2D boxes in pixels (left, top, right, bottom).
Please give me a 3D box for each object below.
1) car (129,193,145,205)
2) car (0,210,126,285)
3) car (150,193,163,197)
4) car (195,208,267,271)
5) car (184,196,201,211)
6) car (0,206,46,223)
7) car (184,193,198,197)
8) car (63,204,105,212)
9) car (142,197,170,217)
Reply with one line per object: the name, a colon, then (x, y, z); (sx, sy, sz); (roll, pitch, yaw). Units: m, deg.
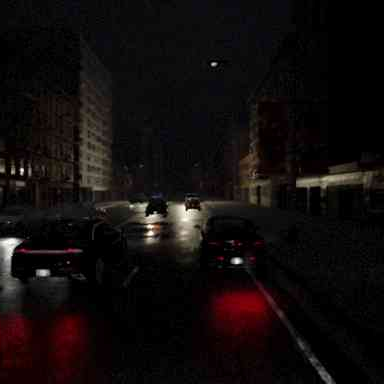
car: (-9.766, 1.228, 59.919); (2.150, 2.045, 5.566); (0, 0, 1)
car: (-3.144, 1.489, 9.447); (2.128, 1.511, 4.902); (0, 0, 0)
car: (-6.505, 1.230, 61.299); (2.150, 2.045, 5.566); (0, 0, 1)
car: (1.143, 1.503, 10.861); (1.837, 1.490, 4.892); (0, 0, 0)
car: (0.104, 1.546, 39.725); (2.033, 1.411, 5.357); (0, 0, -1)
car: (-9.832, 1.522, 18.712); (1.812, 1.442, 4.674); (0, 0, 0)
car: (0.021, 1.224, 50.400); (2.150, 2.045, 5.566); (0, 0, 0)
car: (-6.590, 1.488, 20.319); (2.128, 1.511, 4.902); (0, 0, 0)
car: (-3.135, 1.502, 30.813); (1.837, 1.490, 4.892); (0, 0, 0)
